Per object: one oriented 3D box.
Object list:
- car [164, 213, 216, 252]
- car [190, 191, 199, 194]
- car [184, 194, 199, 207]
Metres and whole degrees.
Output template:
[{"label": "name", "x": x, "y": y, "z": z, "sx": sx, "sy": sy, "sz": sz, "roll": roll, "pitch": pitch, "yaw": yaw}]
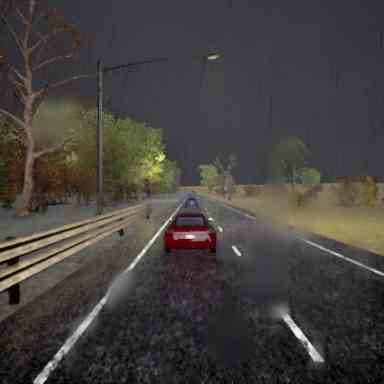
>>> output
[{"label": "car", "x": -0.063, "y": 1.553, "z": 13.806, "sx": 1.994, "sy": 1.385, "sz": 4.181, "roll": 0, "pitch": 0, "yaw": 0}, {"label": "car", "x": -0.064, "y": 1.232, "z": 79.742, "sx": 2.097, "sy": 1.767, "sz": 4.553, "roll": 0, "pitch": 0, "yaw": 0}, {"label": "car", "x": -0.064, "y": 1.466, "z": 48.538, "sx": 1.812, "sy": 1.442, "sz": 4.674, "roll": 0, "pitch": 0, "yaw": 0}]
